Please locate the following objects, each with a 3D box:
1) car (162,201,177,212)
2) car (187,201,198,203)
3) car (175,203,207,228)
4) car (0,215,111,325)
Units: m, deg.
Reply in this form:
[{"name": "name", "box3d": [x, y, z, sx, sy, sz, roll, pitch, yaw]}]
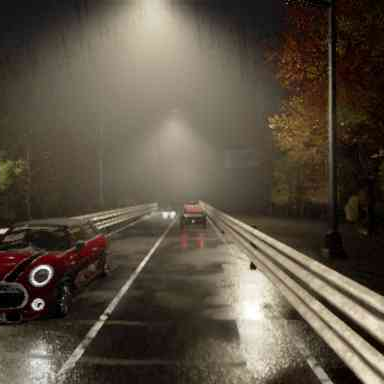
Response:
[{"name": "car", "box3d": [-3.354, 2.188, 50.175, 2.128, 1.511, 4.902, 0, -1, 0]}, {"name": "car", "box3d": [0.085, 1.925, 41.598, 2.097, 1.767, 4.553, 0, -1, 0]}, {"name": "car", "box3d": [0.096, 1.826, 24.946, 2.128, 1.511, 4.902, 0, -1, 0]}, {"name": "car", "box3d": [-3.350, 1.440, 7.537, 2.097, 1.767, 4.553, 0, -1, 0]}]
